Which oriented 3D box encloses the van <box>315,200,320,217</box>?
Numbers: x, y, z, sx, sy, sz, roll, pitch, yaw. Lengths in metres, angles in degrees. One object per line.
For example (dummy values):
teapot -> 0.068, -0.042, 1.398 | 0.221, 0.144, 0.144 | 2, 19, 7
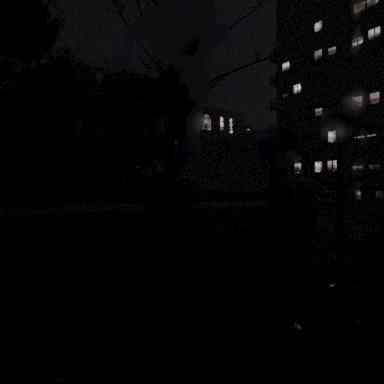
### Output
van -> 10.434, 1.647, 32.600 | 1.690, 1.788, 3.998 | -1, 0, -36
